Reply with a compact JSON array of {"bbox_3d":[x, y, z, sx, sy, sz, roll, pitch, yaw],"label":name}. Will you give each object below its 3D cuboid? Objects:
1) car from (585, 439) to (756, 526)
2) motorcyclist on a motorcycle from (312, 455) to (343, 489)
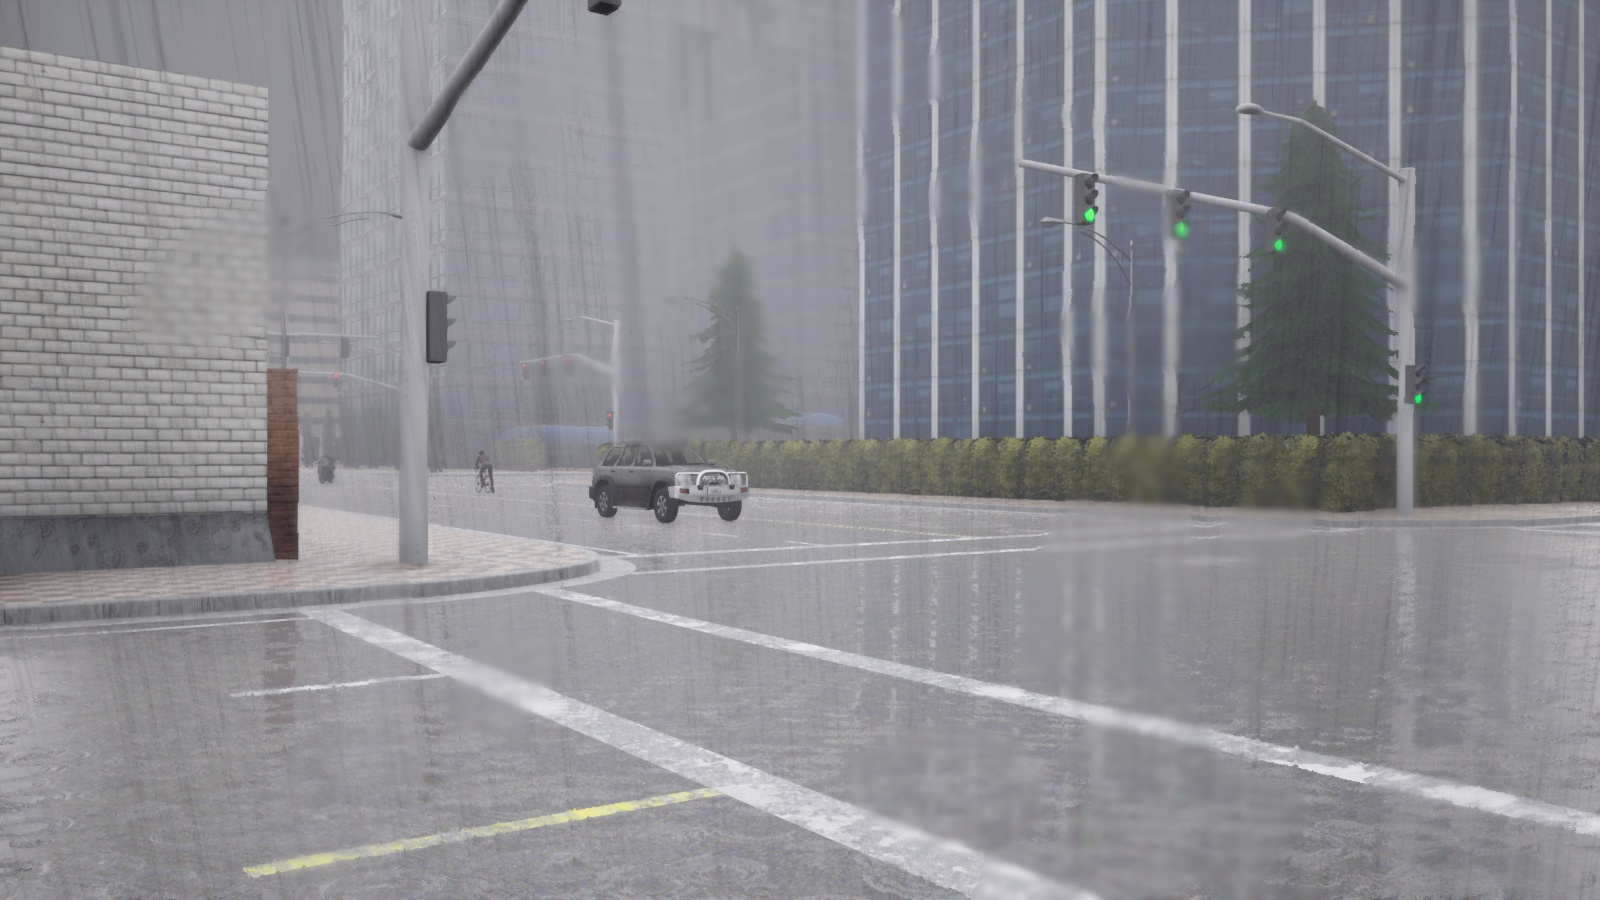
[{"bbox_3d":[-3.097,0.695,29.092,1.932,1.855,4.605,0,0,-35],"label":"car"},{"bbox_3d":[-22.284,1.028,59.275,0.866,1.530,2.191,1,0,-8],"label":"motorcyclist on a motorcycle"}]
